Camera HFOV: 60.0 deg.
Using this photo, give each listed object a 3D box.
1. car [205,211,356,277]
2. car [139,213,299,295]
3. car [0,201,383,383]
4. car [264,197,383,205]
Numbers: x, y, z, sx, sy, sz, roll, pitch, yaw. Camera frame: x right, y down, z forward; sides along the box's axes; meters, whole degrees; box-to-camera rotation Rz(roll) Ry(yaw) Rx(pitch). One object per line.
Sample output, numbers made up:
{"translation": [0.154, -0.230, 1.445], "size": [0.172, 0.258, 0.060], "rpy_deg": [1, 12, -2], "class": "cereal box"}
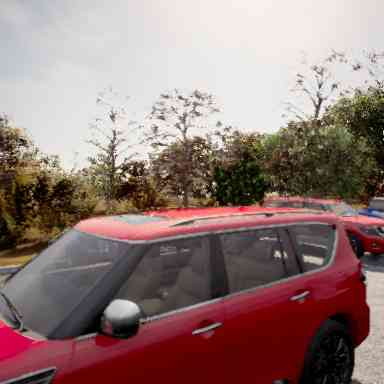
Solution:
{"translation": [2.772, 1.547, 11.529], "size": [2.163, 1.488, 4.792], "rpy_deg": [0, 0, -35], "class": "car"}
{"translation": [0.472, 1.534, 9.892], "size": [2.163, 1.488, 4.792], "rpy_deg": [0, 0, -35], "class": "car"}
{"translation": [-0.399, 1.225, 3.400], "size": [5.566, 2.045, 2.150], "rpy_deg": [0, 0, -35], "class": "car"}
{"translation": [5.073, 1.278, 13.169], "size": [2.435, 2.045, 5.566], "rpy_deg": [0, 0, -35], "class": "car"}
